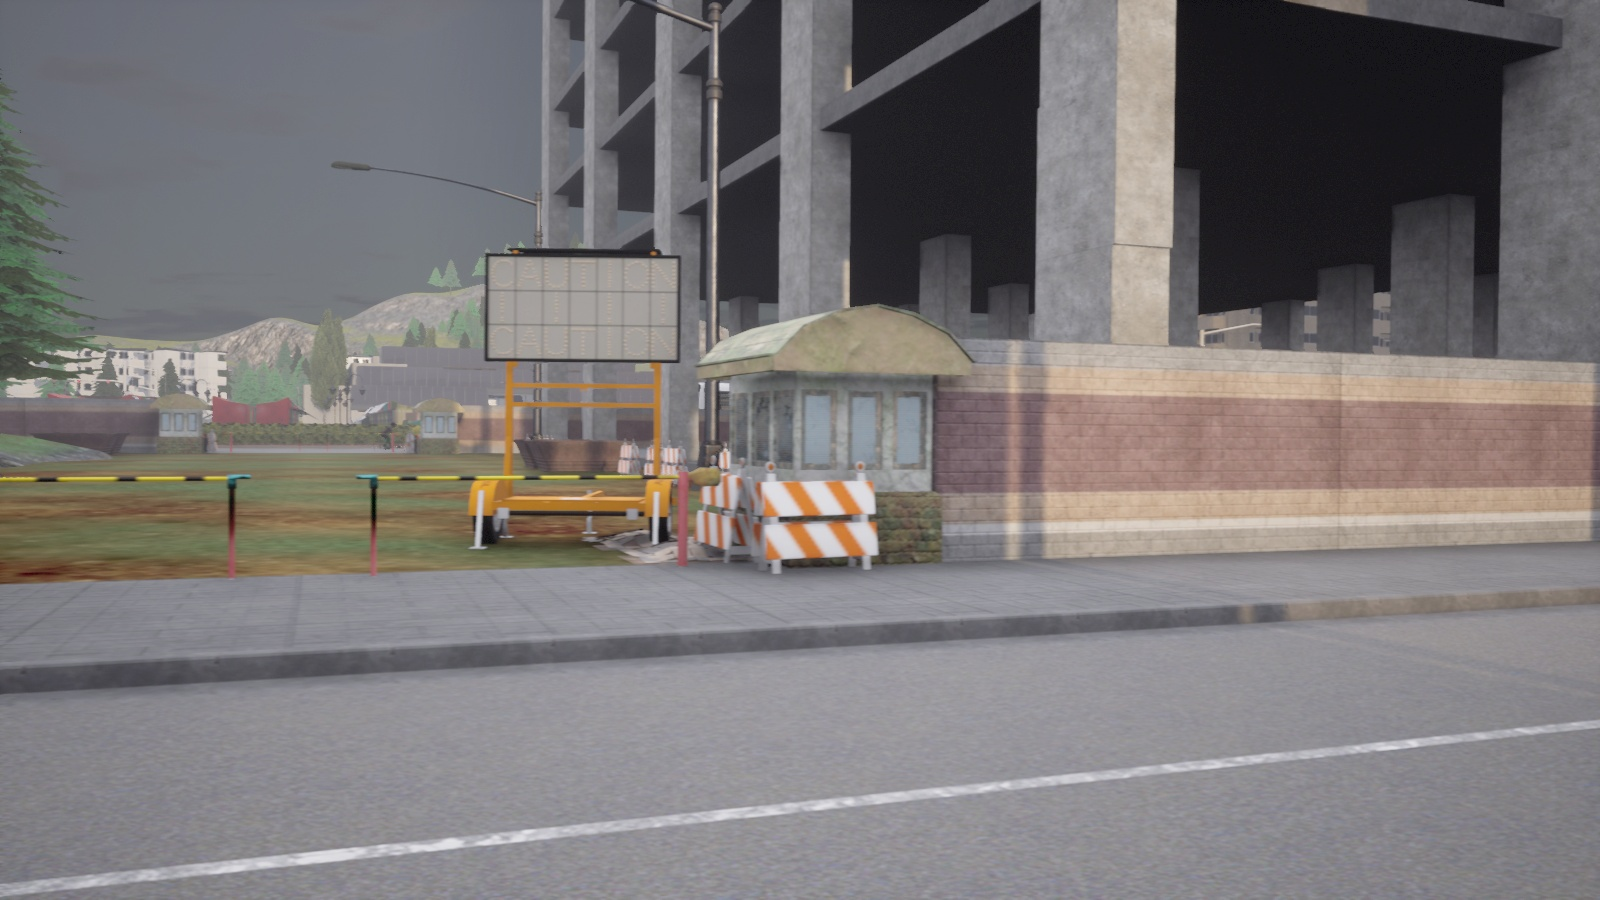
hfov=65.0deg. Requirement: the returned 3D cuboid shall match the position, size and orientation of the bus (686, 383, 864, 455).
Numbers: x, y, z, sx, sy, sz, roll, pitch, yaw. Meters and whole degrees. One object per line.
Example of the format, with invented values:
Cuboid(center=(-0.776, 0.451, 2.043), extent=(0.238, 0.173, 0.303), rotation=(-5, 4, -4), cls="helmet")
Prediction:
Cuboid(center=(-1.532, -1.926, 77.760), extent=(10.273, 4.253, 3.944), rotation=(-1, 1, -21), cls="bus")
